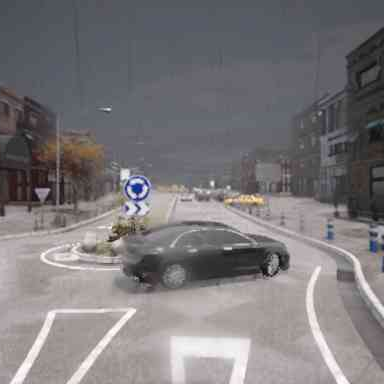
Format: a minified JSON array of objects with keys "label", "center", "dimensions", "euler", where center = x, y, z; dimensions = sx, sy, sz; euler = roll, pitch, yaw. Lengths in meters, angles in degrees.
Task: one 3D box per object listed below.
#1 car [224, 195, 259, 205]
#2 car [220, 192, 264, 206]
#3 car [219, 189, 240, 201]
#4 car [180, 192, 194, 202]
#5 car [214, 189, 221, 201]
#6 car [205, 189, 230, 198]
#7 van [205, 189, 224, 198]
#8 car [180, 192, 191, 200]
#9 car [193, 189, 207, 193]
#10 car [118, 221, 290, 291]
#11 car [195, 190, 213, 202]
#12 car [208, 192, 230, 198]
[{"label":"car","center":[6.948,1.123,47.075],"dimensions":[4.674,1.452,2.002],"euler":[0,1,-2]},{"label":"car","center":[6.859,1.142,44.312],"dimensions":[5.366,1.575,1.946],"euler":[0,1,-2]},{"label":"car","center":[6.814,0.898,49.823],"dimensions":[4.553,1.767,2.185],"euler":[0,1,-2]},{"label":"car","center":[-1.019,0.984,57.311],"dimensions":[1.895,1.301,4.718],"euler":[0,1,-2]},{"label":"car","center":[6.775,0.718,52.576],"dimensions":[5.566,2.045,2.435],"euler":[0,1,-2]},{"label":"car","center":[5.817,0.381,77.365],"dimensions":[5.566,2.045,2.435],"euler":[0,0,-2]},{"label":"van","center":[5.529,0.371,82.870],"dimensions":[4.442,1.987,1.878],"euler":[0,0,-2]},{"label":"car","center":[-1.433,0.730,67.267],"dimensions":[2.128,1.511,4.902],"euler":[0,1,-2]},{"label":"car","center":[1.565,0.736,67.376],"dimensions":[2.128,1.511,4.902],"euler":[0,1,-2]},{"label":"car","center":[0.464,1.576,9.146],"dimensions":[4.892,1.490,1.837],"euler":[0,4,-26]},{"label":"car","center":[1.984,0.895,57.259],"dimensions":[1.837,1.490,4.892],"euler":[0,1,-2]},{"label":"car","center":[5.948,0.696,74.611],"dimensions":[4.674,1.452,2.002],"euler":[0,0,-2]}]
